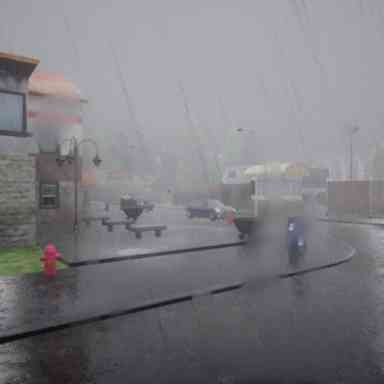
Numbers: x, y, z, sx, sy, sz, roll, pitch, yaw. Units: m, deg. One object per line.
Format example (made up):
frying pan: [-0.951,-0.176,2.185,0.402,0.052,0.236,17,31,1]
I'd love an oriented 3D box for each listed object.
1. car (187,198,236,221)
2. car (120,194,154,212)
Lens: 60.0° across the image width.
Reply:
car: [1.511,1.345,27.150,2.097,1.767,4.553,0,0,-35]
car: [-6.493,1.215,38.481,2.150,2.045,5.566,0,0,-35]
